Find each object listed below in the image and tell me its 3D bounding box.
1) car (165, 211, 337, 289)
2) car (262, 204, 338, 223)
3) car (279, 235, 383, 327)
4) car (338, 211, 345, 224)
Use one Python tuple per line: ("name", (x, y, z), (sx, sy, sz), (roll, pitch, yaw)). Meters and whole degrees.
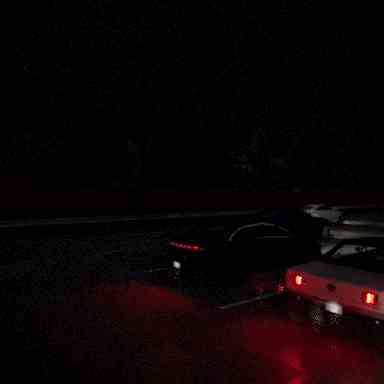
("car", (1.598, 1.491, 9.223), (4.902, 1.511, 2.128), (0, 0, -36))
("car", (4.480, 1.478, 15.629), (5.008, 1.535, 1.882), (0, 0, -36))
("car", (4.111, 1.601, 6.716), (4.718, 1.301, 1.895), (0, 0, -36))
("car", (8.647, 1.527, 22.974), (4.674, 1.442, 1.812), (0, 0, -36))
